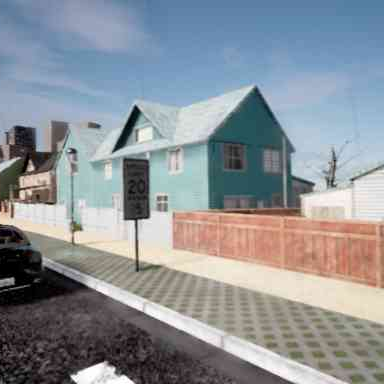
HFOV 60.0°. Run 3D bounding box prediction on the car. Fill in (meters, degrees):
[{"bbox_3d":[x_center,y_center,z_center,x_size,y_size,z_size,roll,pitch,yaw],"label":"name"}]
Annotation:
[{"bbox_3d":[-5.304,1.573,8.432,1.837,1.490,4.892,-1,0,-42],"label":"car"}]
